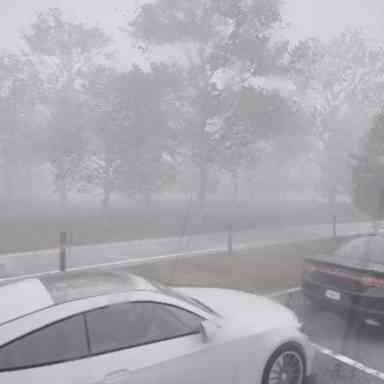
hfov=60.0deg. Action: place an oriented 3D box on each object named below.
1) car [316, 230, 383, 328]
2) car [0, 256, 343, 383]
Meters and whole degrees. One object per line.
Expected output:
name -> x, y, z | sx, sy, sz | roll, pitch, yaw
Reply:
car -> 4.416, 1.510, 6.741 | 5.008, 1.535, 2.097 | -1, 0, -31
car -> -0.807, 1.541, 3.339 | 4.674, 1.452, 2.002 | 0, -1, -34
